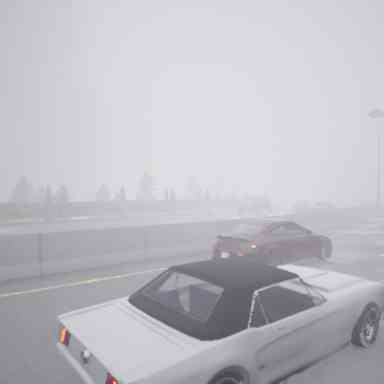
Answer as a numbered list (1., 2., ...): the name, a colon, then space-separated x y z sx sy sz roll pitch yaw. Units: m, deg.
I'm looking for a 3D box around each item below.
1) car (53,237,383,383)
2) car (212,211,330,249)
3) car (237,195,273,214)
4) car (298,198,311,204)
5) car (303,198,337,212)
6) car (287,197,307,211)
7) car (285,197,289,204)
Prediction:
1. car: 0.799 1.616 4.559 4.718 1.301 1.895 0 0 -38
2. car: 2.658 1.561 10.643 4.674 1.442 1.812 0 0 -41
3. car: 6.952 1.394 36.162 2.150 2.045 5.566 0 0 35
4. car: 26.078 2.055 77.423 1.837 1.490 4.892 0 -1 7
5. car: 12.614 1.641 32.142 1.837 1.490 4.892 0 0 35
6. car: 13.004 1.693 38.991 1.837 1.490 4.892 0 -1 31
7. car: 22.315 1.901 74.994 2.097 1.767 4.553 0 -1 7
